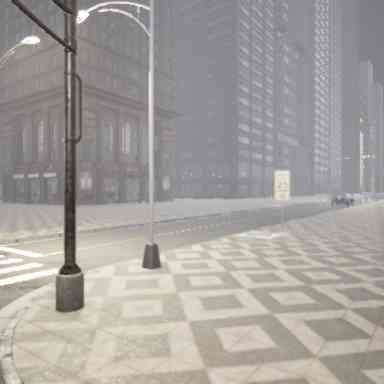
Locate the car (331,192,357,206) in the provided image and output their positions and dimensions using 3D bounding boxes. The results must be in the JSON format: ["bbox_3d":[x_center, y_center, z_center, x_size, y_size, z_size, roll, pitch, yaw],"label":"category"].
[{"bbox_3d":[19.336,0.823,42.671,2.097,1.767,4.553,0,1,35],"label":"car"}]

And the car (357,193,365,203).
[{"bbox_3d":[25.032,0.907,50.682,1.812,1.442,4.674,0,1,35],"label":"car"}]
